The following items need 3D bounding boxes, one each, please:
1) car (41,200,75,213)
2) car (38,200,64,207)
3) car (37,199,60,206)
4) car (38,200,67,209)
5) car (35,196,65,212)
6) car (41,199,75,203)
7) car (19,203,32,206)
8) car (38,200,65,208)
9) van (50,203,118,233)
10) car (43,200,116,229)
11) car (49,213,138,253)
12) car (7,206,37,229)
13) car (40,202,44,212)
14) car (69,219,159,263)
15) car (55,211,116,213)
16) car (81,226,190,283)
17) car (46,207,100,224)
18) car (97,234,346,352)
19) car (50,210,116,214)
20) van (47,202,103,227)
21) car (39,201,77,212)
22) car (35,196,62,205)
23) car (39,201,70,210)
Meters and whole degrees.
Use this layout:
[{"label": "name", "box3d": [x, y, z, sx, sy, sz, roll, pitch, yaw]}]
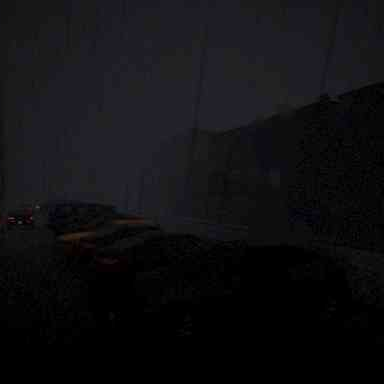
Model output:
[{"label": "car", "box3d": [-20.087, 2.127, 49.771, 4.553, 1.767, 2.185, 2, -1, -26]}, {"label": "car", "box3d": [-28.670, 2.328, 67.592, 4.674, 1.452, 2.002, 2, -1, -26]}, {"label": "car", "box3d": [-32.360, 2.337, 75.225, 4.674, 1.452, 2.002, 2, -1, -26]}, {"label": "car", "box3d": [-26.185, 2.309, 62.515, 4.792, 1.488, 2.163, 2, -1, -26]}, {"label": "car", "box3d": [-17.621, 1.992, 44.686, 5.566, 2.045, 2.435, 2, -1, -26]}, {"label": "car", "box3d": [-15.167, 2.107, 39.595, 4.553, 1.767, 2.185, 2, -1, -26]}, {"label": "car", "box3d": [-23.567, 2.248, 47.107, 1.895, 1.301, 4.718, 2, -1, -26]}, {"label": "car", "box3d": [-27.444, 2.323, 65.046, 4.674, 1.452, 2.002, 2, -1, -26]}, {"label": "van", "box3d": [-7.852, 1.849, 24.282, 4.442, 1.987, 1.878, 2, -2, -26]}, {"label": "car", "box3d": [-6.490, 1.773, 21.803, 5.566, 2.045, 2.435, 2, -2, -26]}, {"label": "car", "box3d": [-2.994, 1.851, 14.074, 5.366, 1.575, 1.946, 2, -2, -26]}, {"label": "car", "box3d": [-13.551, 2.083, 26.401, 1.812, 1.442, 4.674, 2, -2, -26]}, {"label": "car", "box3d": [-13.907, 2.229, 37.065, 5.008, 1.535, 2.097, 2, -1, -26]}, {"label": "car", "box3d": [-1.599, 1.845, 11.609, 4.674, 1.452, 2.002, 2, -2, -26]}, {"label": "car", "box3d": [-4.054, 1.914, 16.700, 5.008, 1.535, 2.097, 2, -2, -26]}, {"label": "car", "box3d": [-0.368, 1.790, 9.067, 4.674, 1.452, 2.002, 2, -2, -26]}, {"label": "car", "box3d": [-11.452, 2.254, 31.965, 4.674, 1.452, 2.002, 2, -1, -26]}, {"label": "car", "box3d": [0.839, 1.724, 6.511, 4.792, 1.488, 2.163, 2, -2, -26]}, {"label": "car", "box3d": [-5.294, 1.969, 19.238, 5.008, 1.535, 2.097, 2, -2, -26]}, {"label": "van", "box3d": [-10.261, 1.953, 29.260, 4.442, 1.987, 1.878, 2, -2, -26]}, {"label": "car", "box3d": [-21.125, 2.261, 52.408, 5.366, 1.575, 1.946, 2, -1, -26]}, {"label": "car", "box3d": [-33.558, 2.047, 77.784, 5.566, 2.045, 2.435, 2, -1, -26]}, {"label": "car", "box3d": [-23.750, 2.308, 57.416, 4.674, 1.452, 2.002, 2, -1, -26]}]
